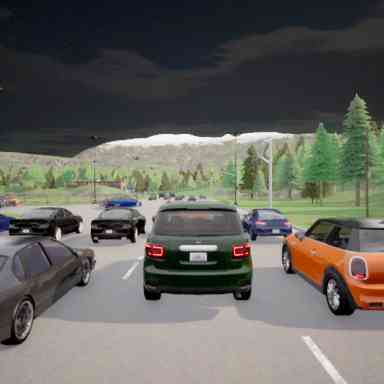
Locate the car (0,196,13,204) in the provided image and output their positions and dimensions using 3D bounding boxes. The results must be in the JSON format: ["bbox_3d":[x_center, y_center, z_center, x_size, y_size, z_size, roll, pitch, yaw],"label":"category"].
[{"bbox_3d":[-26.784,1.349,43.779,4.553,1.767,2.097,0,0,-1],"label":"car"}]

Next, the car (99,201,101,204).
[{"bbox_3d":[-10.814,1.544,48.111,5.357,1.411,2.033,0,0,-40],"label":"car"}]

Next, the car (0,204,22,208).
[{"bbox_3d":[-10.392,1.524,16.312,1.812,1.442,4.674,0,0,0],"label":"car"}]

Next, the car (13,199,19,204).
[{"bbox_3d":[-27.813,1.522,47.269,4.674,1.442,1.812,0,0,0],"label":"car"}]

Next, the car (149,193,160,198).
[{"bbox_3d":[-10.455,1.546,90.292,1.994,1.385,4.181,0,0,0],"label":"car"}]

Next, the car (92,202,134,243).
[{"bbox_3d":[-3.392,1.476,16.111,1.882,1.535,5.008,0,0,0],"label":"car"}]

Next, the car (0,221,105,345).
[{"bbox_3d":[-3.400,1.547,6.284,2.033,1.411,5.357,0,0,0],"label":"car"}]

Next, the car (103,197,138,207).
[{"bbox_3d":[-11.211,1.543,52.475,2.033,1.411,5.357,0,0,37],"label":"car"}]

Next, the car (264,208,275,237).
[{"bbox_3d":[3.610,1.525,16.583,1.812,1.442,4.674,0,0,0],"label":"car"}]

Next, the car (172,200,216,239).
[{"bbox_3d":[0.109,1.351,18.004,2.097,1.767,4.553,0,0,0],"label":"car"}]

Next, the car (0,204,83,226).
[{"bbox_3d":[-6.892,1.476,16.281,1.882,1.535,5.008,0,0,0],"label":"car"}]

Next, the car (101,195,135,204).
[{"bbox_3d":[-9.232,1.474,45.261,5.008,1.535,1.882,0,1,-38],"label":"car"}]

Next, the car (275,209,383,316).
[{"bbox_3d":[3.600,1.351,7.683,2.097,1.767,4.553,0,0,0],"label":"car"}]

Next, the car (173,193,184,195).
[{"bbox_3d":[-3.455,1.546,90.801,1.994,1.385,4.181,0,0,0],"label":"car"}]

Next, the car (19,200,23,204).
[{"bbox_3d":[-28.380,1.348,50.757,4.553,1.767,2.097,0,0,0],"label":"car"}]

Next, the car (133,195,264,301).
[{"bbox_3d":[0.107,1.221,8.482,2.150,2.045,5.566,0,0,0],"label":"car"}]

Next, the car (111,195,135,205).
[{"bbox_3d":[-12.156,1.348,59.069,2.097,1.767,4.553,0,0,21],"label":"car"}]
